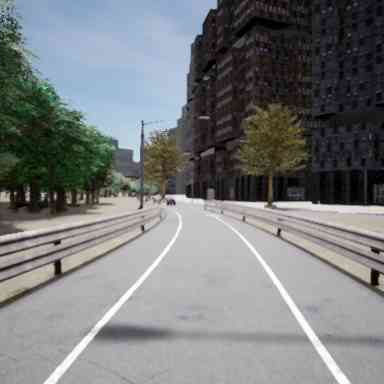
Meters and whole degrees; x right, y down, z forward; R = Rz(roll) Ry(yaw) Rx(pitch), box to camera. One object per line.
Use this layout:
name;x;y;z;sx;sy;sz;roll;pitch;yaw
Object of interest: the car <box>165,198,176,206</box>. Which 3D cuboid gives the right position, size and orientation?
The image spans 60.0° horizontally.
car;-4.326;1.849;63.424;1.837;1.490;4.892;0;0;-16
